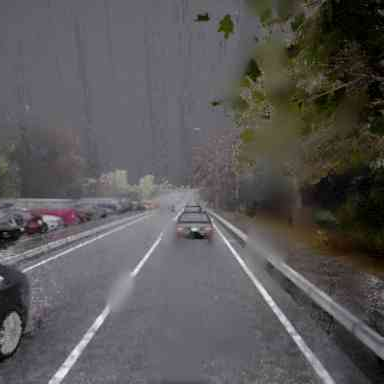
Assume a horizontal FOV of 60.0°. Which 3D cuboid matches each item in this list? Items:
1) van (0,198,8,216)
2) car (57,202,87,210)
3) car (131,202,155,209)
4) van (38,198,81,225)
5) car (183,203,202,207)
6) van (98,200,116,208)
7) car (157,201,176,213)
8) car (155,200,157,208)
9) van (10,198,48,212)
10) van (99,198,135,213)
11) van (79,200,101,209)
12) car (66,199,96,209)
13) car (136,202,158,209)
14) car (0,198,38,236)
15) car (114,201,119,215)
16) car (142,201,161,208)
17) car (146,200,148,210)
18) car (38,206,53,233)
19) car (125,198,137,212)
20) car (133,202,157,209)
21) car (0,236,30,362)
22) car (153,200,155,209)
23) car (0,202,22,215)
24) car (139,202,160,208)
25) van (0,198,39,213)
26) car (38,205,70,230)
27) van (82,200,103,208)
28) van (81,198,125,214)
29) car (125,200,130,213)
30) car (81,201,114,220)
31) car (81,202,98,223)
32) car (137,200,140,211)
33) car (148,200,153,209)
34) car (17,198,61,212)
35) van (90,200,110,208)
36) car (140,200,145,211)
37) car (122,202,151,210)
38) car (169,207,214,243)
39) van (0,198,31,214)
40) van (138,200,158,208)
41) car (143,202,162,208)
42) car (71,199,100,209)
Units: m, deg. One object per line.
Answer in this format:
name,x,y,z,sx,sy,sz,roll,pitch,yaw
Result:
van,-23.281,1.667,37.159,4.442,1.987,1.878,0,-1,0
car,-23.378,2.661,64.827,5.008,1.535,2.097,0,-2,0
car,-10.272,2.857,70.268,4.792,1.488,2.163,0,-2,0
van,-10.442,1.466,23.111,4.442,1.987,1.878,0,-1,0
car,0.098,1.932,36.908,2.128,1.511,4.902,0,-1,0
van,-23.486,3.311,92.392,4.442,1.987,1.878,0,-2,0
car,-3.338,2.146,45.981,1.837,1.490,4.892,0,-2,0
car,-10.117,2.740,67.493,5.366,1.575,1.946,0,-2,0
van,-23.509,1.927,48.096,4.442,1.987,1.878,0,-2,0
van,-10.197,1.843,45.301,4.442,1.987,1.878,0,-2,0
van,-23.261,2.772,75.910,4.442,1.987,1.878,0,-2,0
car,-23.353,2.579,70.374,5.566,2.045,2.435,0,-2,0
car,-10.269,3.025,75.817,4.792,1.488,2.163,0,-2,0
car,-10.301,1.322,14.784,5.566,2.045,2.435,0,-1,0
car,-10.322,1.891,34.211,4.674,1.452,2.002,0,-1,0
car,-10.325,3.126,84.144,4.553,1.767,2.185,0,-2,0
car,-10.277,2.280,56.398,4.553,1.767,2.185,0,-2,0
car,-10.357,1.642,17.556,4.792,1.488,2.163,0,-1,0
car,-10.344,1.733,42.527,5.566,2.045,2.435,0,-2,0
car,-10.270,2.941,73.043,4.792,1.488,2.163,0,-2,0
car,-3.350,1.509,3.113,1.837,1.490,4.892,0,0,0
car,-10.310,2.660,64.719,4.892,1.521,2.231,0,-2,0
car,-23.401,1.932,39.926,5.008,1.535,2.097,0,-1,0
car,-10.325,3.194,81.368,4.792,1.488,2.163,0,-2,0
van,-23.510,1.847,45.452,4.442,1.987,1.878,0,-2,0
car,-10.329,1.693,20.332,4.674,1.452,2.002,0,-1,0
van,-23.493,2.856,78.680,4.442,1.987,1.878,0,-2,0
van,-10.201,1.665,36.991,4.442,1.987,1.878,0,-1,0
car,-10.346,1.960,39.769,4.792,1.488,2.163,0,-1,0
car,-10.291,1.841,31.434,4.792,1.488,2.163,0,-1,0
car,-10.329,1.732,25.884,5.008,1.535,2.097,0,-1,0
car,-10.315,2.193,48.068,4.674,1.452,2.002,0,-2,0
car,-10.121,2.487,59.169,5.366,1.575,1.946,0,-2,0
car,-23.362,1.986,50.866,5.566,2.045,2.435,0,-2,0
van,-23.266,3.028,84.233,4.442,1.987,1.878,0,-2,0
car,-10.305,2.237,50.844,5.008,1.535,2.097,0,-2,0
car,-10.299,2.576,61.944,4.892,1.521,2.231,0,-2,0
car,0.100,1.663,16.580,2.033,1.411,5.357,0,-1,0
van,-23.278,1.759,42.550,4.442,1.987,1.878,0,-1,0
van,-10.414,2.854,78.600,4.442,1.987,1.878,0,-2,0
car,-10.287,3.343,86.918,4.892,1.521,2.231,0,-2,0
car,-23.351,2.663,73.143,5.566,2.045,2.435,0,-2,0
